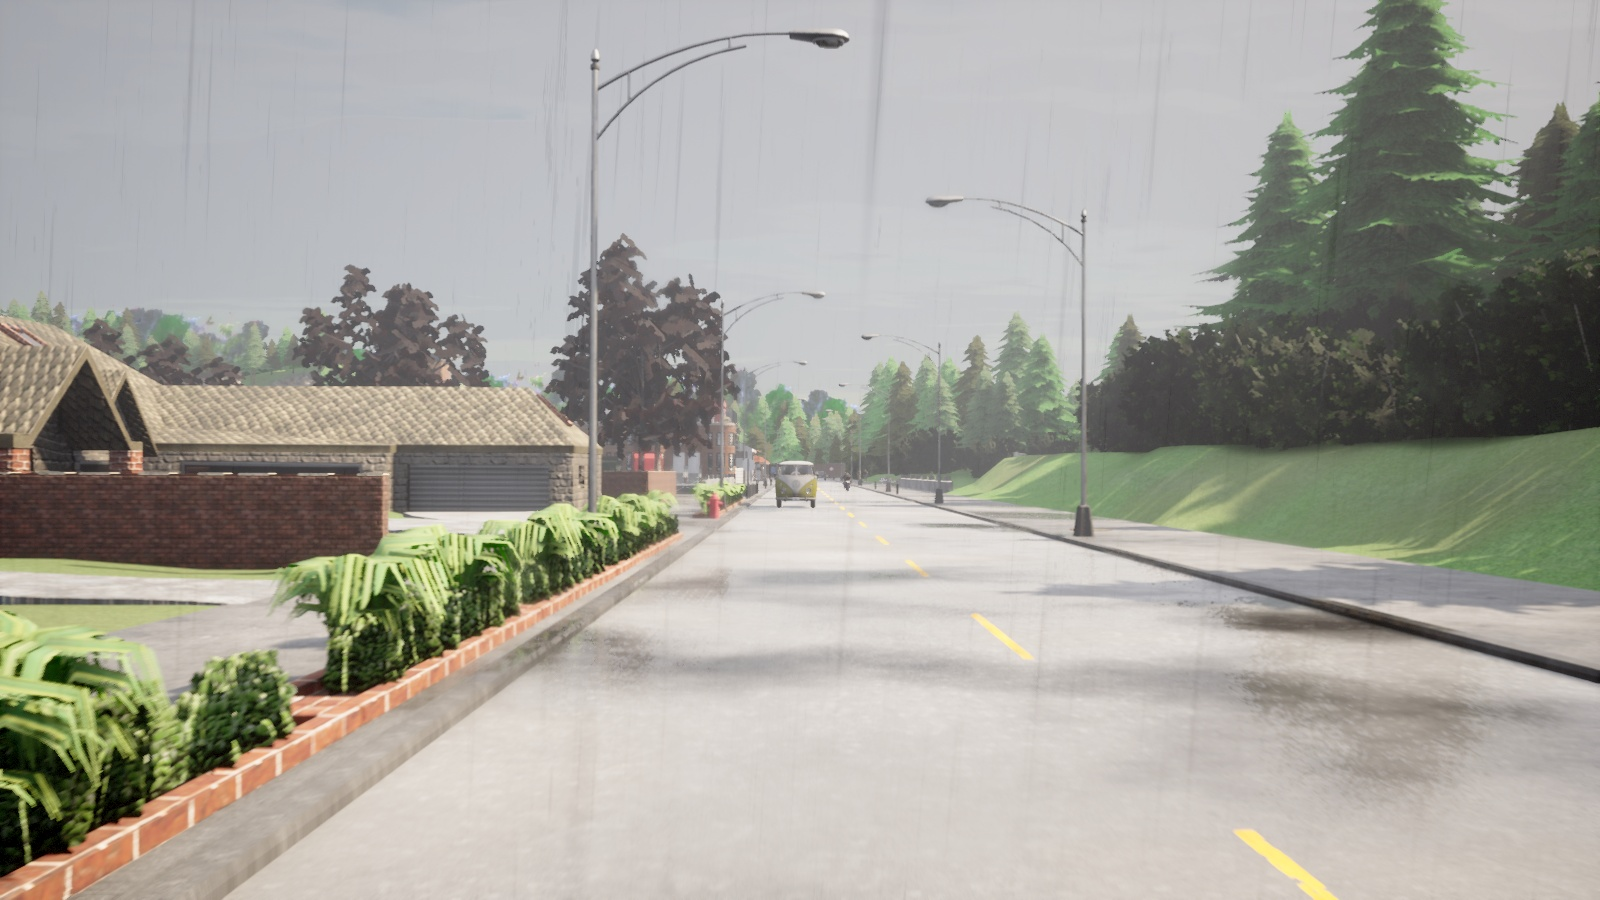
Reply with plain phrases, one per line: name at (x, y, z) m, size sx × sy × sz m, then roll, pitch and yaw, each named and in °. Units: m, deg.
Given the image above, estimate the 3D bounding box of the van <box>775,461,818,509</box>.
van at (-0.157, 1.470, 53.900) m, size 1.775 × 1.987 × 4.442 m, roll 0°, pitch -1°, yaw 0°
